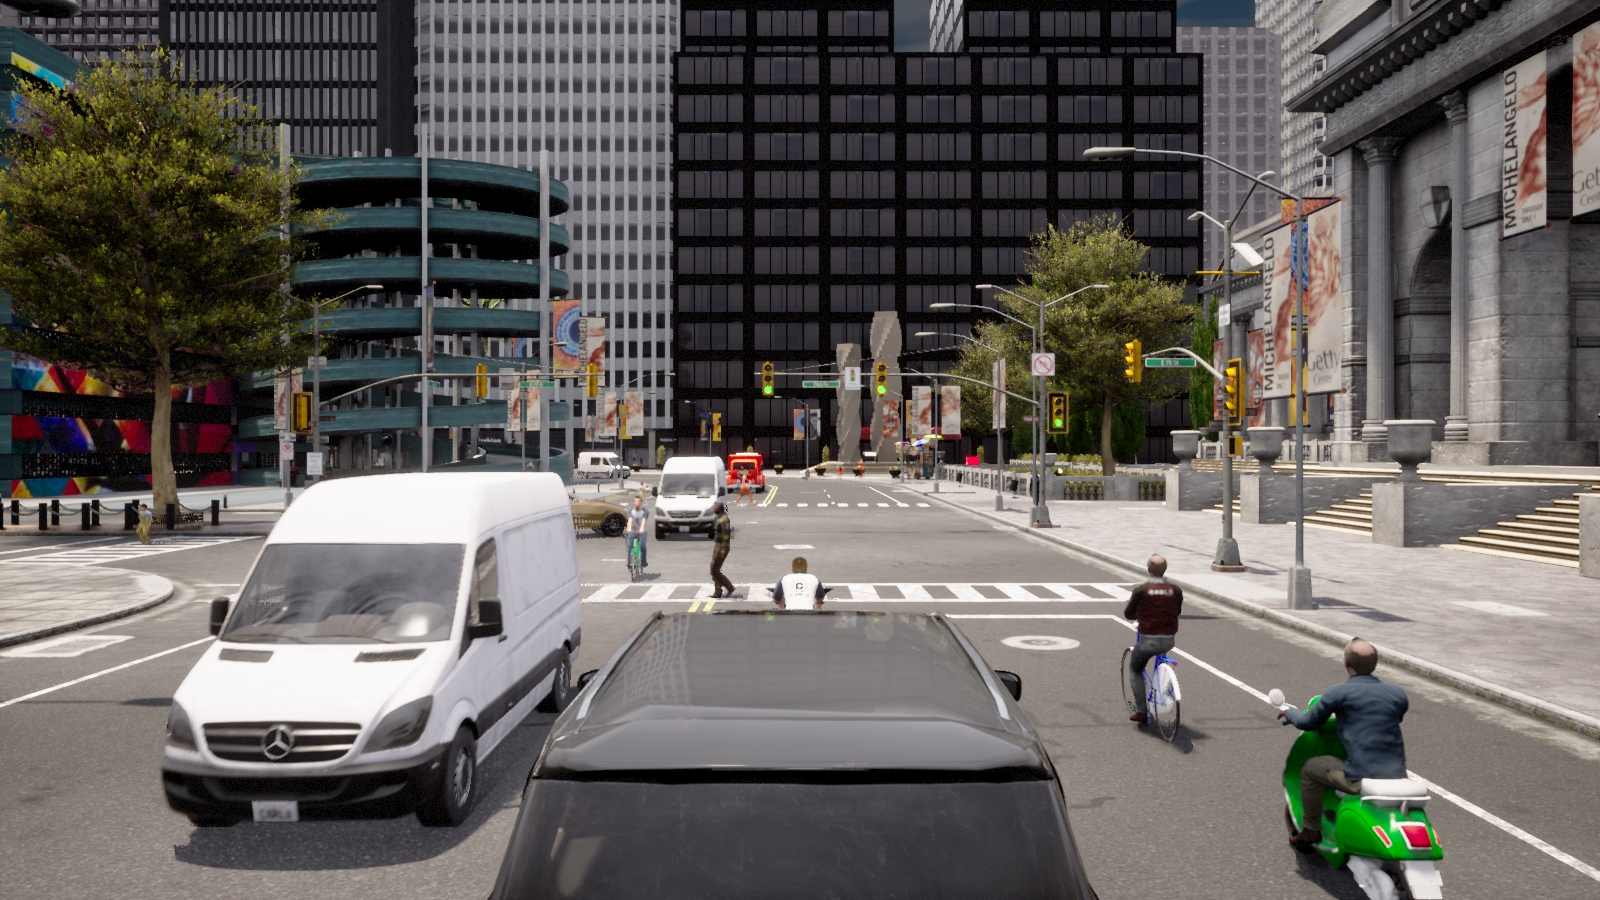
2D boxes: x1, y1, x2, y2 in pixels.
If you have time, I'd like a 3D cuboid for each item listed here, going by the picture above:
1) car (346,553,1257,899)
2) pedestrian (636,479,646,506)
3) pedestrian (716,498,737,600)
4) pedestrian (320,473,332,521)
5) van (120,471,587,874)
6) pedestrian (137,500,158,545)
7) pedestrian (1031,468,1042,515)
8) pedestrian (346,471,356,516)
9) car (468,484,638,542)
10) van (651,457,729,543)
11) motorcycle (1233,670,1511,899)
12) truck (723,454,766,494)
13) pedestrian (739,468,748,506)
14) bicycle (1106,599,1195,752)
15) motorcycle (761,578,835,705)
[{"bbox_3d":[0.021,1.778,5.480,2.150,2.045,5.566,0,0,0],"label":"car"},{"bbox_3d":[-7.897,2.107,56.728,0.375,1.300,0.375,0,0,32],"label":"pedestrian"},{"bbox_3d":[-1.378,1.841,21.366,0.375,1.860,0.375,0,0,-8],"label":"pedestrian"},{"bbox_3d":[-18.521,1.831,44.667,0.375,1.860,0.375,0,0,-15],"label":"pedestrian"},{"bbox_3d":[-3.512,1.530,10.530,1.988,2.561,5.915,0,0,0],"label":"van"},{"bbox_3d":[-19.113,2.115,33.450,0.375,1.300,0.375,0,0,13],"label":"pedestrian"},{"bbox_3d":[9.558,1.678,46.201,0.375,1.860,0.375,0,0,-2],"label":"pedestrian"},{"bbox_3d":[-18.941,1.829,48.204,0.375,1.860,0.375,0,0,-13],"label":"pedestrian"},{"bbox_3d":[-7.963,1.977,36.799,5.027,1.651,2.152,0,0,-23],"label":"car"},{"bbox_3d":[-3.516,1.520,37.486,1.988,2.561,5.915,0,0,0],"label":"van"},{"bbox_3d":[3.509,2.179,7.234,0.856,1.236,1.805,0,0,0],"label":"motorcycle"},{"bbox_3d":[-3.577,1.539,74.779,2.627,2.467,5.204,0,0,-1],"label":"truck"},{"bbox_3d":[-2.792,1.827,56.731,0.375,1.860,0.375,0,0,11],"label":"pedestrian"},{"bbox_3d":[3.482,2.205,11.480,0.329,1.171,1.835,0,0,0],"label":"bicycle"},{"bbox_3d":[-0.022,2.208,13.526,0.803,1.145,2.033,0,1,0],"label":"motorcycle"}]
